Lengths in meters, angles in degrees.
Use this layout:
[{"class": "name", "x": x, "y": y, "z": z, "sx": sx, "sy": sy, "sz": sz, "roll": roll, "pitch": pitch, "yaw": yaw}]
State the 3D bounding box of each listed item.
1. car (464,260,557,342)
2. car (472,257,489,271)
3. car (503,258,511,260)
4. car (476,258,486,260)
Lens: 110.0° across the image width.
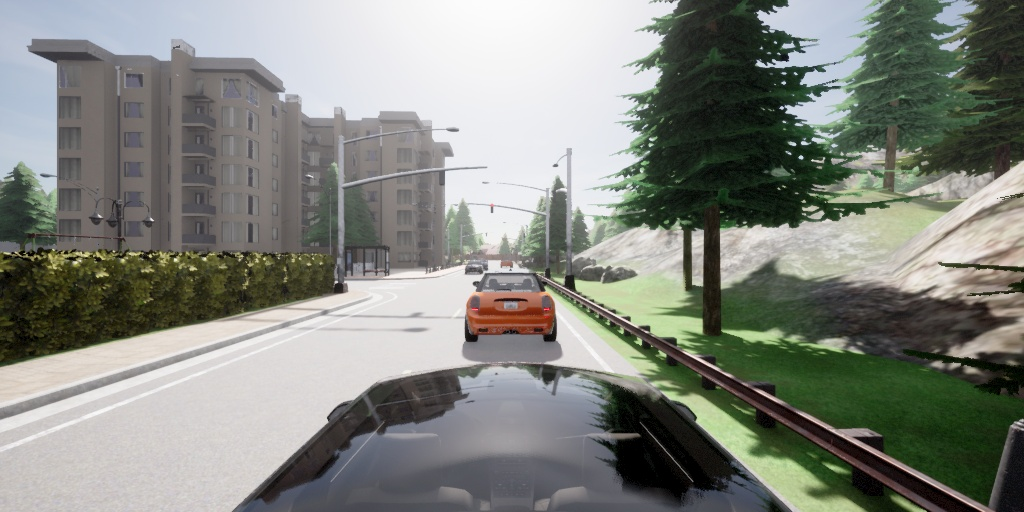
[{"class": "car", "x": -0.049, "y": 1.102, "z": 9.948, "sx": 2.097, "sy": 1.767, "sz": 4.553, "roll": 0, "pitch": 0, "yaw": -1}, {"class": "car", "x": -4.430, "y": 1.102, "z": 50.647, "sx": 2.097, "sy": 1.767, "sz": 4.553, "roll": 0, "pitch": 0, "yaw": -2}, {"class": "car", "x": -0.904, "y": 1.102, "z": 61.205, "sx": 2.097, "sy": 1.767, "sz": 4.553, "roll": 0, "pitch": 0, "yaw": -1}, {"class": "car", "x": -4.250, "y": 1.255, "z": 40.735, "sx": 1.837, "sy": 1.490, "sz": 4.892, "roll": 0, "pitch": 0, "yaw": -1}]
